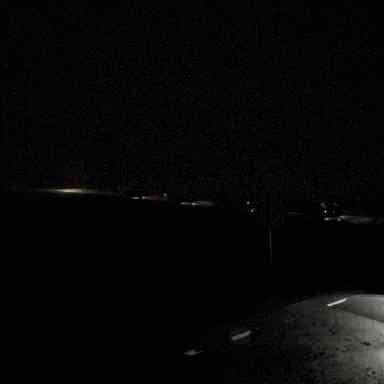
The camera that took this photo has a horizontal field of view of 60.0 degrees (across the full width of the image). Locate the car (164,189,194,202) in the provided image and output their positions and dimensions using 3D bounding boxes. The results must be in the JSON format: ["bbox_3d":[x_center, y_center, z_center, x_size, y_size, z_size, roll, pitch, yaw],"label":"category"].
[{"bbox_3d":[-1.737,0.415,42.549,1.837,1.490,4.892,-3,4,-35],"label":"car"}]

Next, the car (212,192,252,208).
[{"bbox_3d":[4.046,0.732,34.371,2.128,1.511,4.902,-3,4,-35],"label":"car"}]

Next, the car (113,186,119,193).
[{"bbox_3d":[-13.804,-0.495,64.651,2.128,1.511,4.902,-3,4,-35],"label":"car"}]

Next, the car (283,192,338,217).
[{"bbox_3d":[9.374,0.899,26.860,2.097,1.767,4.553,-3,4,-35],"label":"car"}]

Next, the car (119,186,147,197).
[{"bbox_3d":[-9.540,0.083,53.686,1.895,1.301,4.718,-3,4,-35],"label":"car"}]

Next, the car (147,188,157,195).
[{"bbox_3d":[-7.910,-0.088,56.343,1.895,1.301,4.718,-3,4,-35],"label":"car"}]
